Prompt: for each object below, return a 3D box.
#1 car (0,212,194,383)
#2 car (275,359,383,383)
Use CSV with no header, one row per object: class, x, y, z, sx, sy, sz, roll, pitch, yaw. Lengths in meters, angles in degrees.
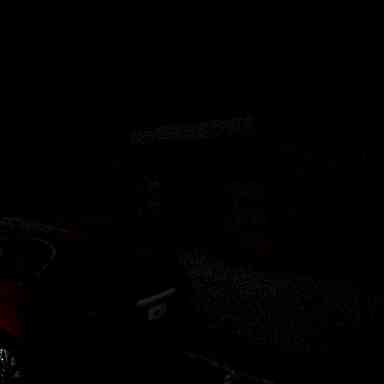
car,-2.301,1.212,4.670,5.009,1.841,2.192,2,1,35
car,2.331,1.607,1.429,4.206,1.307,1.802,2,1,35
